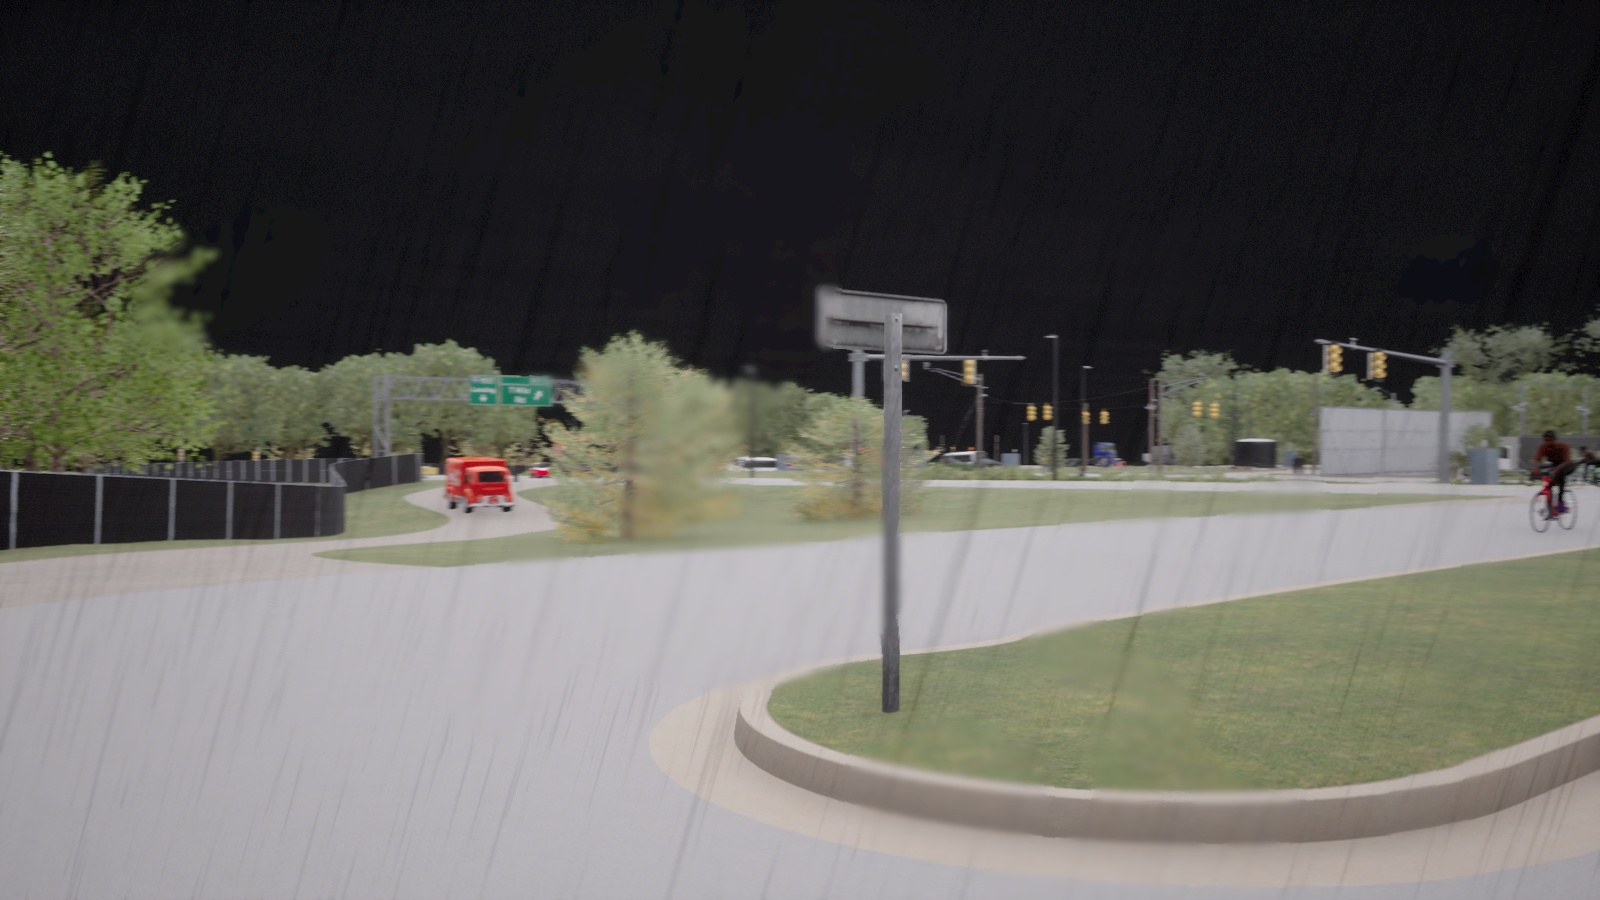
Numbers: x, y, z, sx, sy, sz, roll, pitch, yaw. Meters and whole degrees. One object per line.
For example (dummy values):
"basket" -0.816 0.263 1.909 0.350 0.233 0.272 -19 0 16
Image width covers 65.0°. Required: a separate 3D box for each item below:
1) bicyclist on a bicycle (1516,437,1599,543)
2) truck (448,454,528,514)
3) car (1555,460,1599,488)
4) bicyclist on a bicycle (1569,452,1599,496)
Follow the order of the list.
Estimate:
"bicyclist on a bicycle" 12.089 0.606 19.969 1.656 1.620 0.582 0 1 -37
"truck" -14.967 1.553 60.107 2.627 2.467 5.204 -1 3 -27
"car" 49.512 1.487 77.052 2.152 1.651 5.027 0 0 -37
"bicyclist on a bicycle" 29.423 0.894 46.371 0.582 1.620 1.656 0 -1 -37
